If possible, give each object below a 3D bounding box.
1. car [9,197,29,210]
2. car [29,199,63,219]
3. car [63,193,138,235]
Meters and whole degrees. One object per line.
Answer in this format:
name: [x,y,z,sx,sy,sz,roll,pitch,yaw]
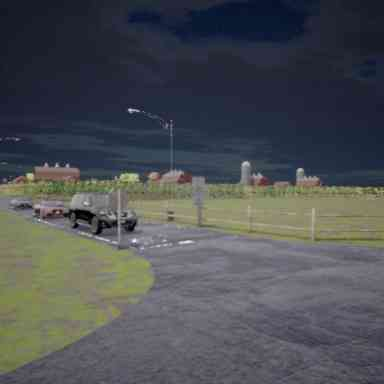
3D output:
car: [-18.730,1.220,36.513,1.994,1.385,4.181,0,1,-37]
car: [-11.261,1.336,26.541,1.994,1.385,4.181,0,1,-37]
car: [-5.137,1.090,18.650,2.150,2.045,5.566,0,1,-38]
